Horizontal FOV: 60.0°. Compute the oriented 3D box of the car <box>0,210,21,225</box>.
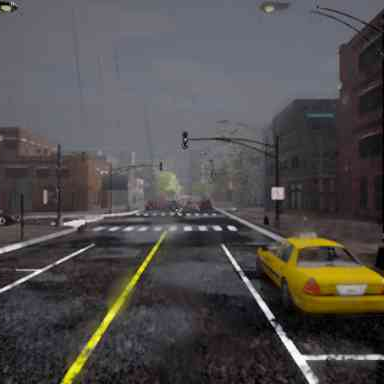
[{"bbox_3d":[-18.368,2.202,30.165,5.357,1.411,2.033,-1,0,-1],"label":"car"}]

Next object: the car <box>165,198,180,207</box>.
[{"bbox_3d":[-3.432,2.245,58.493,1.882,1.535,5.008,0,-1,0],"label":"car"}]

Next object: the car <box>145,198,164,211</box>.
[{"bbox_3d":[-6.012,1.988,51.227,2.192,1.841,5.009,-1,-1,0],"label":"car"}]

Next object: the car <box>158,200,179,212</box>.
[{"bbox_3d":[-3.397,2.204,48.693,1.994,1.385,4.181,0,-1,-1],"label":"car"}]

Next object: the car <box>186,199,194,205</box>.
[{"bbox_3d":[-0.549,2.520,87.662,1.882,1.535,5.008,0,-1,0],"label":"car"}]

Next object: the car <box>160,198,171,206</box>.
[{"bbox_3d":[-6.188,2.349,78.944,2.192,1.841,5.009,-1,-1,0],"label":"car"}]

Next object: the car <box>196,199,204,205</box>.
[{"bbox_3d":[2.123,2.616,90.082,1.967,1.590,4.097,-1,-1,0],"label":"car"}]

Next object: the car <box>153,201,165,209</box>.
[{"bbox_3d":[-6.081,2.400,62.311,1.802,1.307,4.206,-1,-1,0],"label":"car"}]

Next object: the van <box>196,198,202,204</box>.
[{"bbox_3d":[2.087,2.589,95.627,1.690,1.788,3.998,-1,-1,0],"label":"van"}]

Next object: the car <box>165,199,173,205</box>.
[{"bbox_3d":[-6.256,2.723,90.028,1.887,1.381,4.507,-1,-1,0],"label":"car"}]

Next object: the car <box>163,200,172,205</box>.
[{"bbox_3d":[-6.221,2.672,84.484,1.947,1.339,4.313,-1,-1,0],"label":"car"}]

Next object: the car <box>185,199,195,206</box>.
[{"bbox_3d":[-0.484,2.531,77.246,2.128,1.511,4.902,0,-1,0],"label":"car"}]

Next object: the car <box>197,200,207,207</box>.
[{"bbox_3d":[2.230,2.511,73.451,2.008,1.369,4.403,-1,-1,0],"label":"car"}]

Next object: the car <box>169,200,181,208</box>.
[{"bbox_3d":[-3.431,2.410,68.623,2.128,1.511,4.902,0,-1,0],"label":"car"}]

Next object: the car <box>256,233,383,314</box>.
[{"bbox_3d":[2.645,1.630,7.858,1.752,1.417,4.829,-1,-1,0],"label":"car"}]

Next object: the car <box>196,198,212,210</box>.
[{"bbox_3d":[2.333,2.059,56.824,2.192,1.841,5.009,-1,-1,0],"label":"car"}]

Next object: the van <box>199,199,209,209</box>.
[{"bbox_3d":[2.298,2.157,62.367,1.690,1.788,3.998,-1,-1,0],"label":"van"}]
